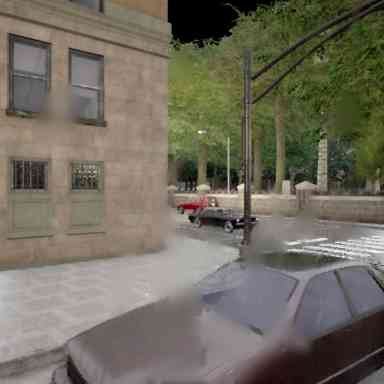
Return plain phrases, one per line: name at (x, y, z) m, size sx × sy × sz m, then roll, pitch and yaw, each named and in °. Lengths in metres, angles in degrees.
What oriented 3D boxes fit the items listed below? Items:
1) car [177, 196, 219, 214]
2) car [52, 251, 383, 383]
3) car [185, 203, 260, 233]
car at (0.571, 1.285, 31.798) m, size 2.192 × 1.841 × 5.009 m, roll 0°, pitch 0°, yaw -35°
car at (1.216, 1.547, 4.235) m, size 5.357 × 1.411 × 2.033 m, roll 0°, pitch 0°, yaw -35°
car at (1.816, 1.585, 19.855) m, size 1.895 × 1.301 × 4.718 m, roll 0°, pitch 0°, yaw -35°
